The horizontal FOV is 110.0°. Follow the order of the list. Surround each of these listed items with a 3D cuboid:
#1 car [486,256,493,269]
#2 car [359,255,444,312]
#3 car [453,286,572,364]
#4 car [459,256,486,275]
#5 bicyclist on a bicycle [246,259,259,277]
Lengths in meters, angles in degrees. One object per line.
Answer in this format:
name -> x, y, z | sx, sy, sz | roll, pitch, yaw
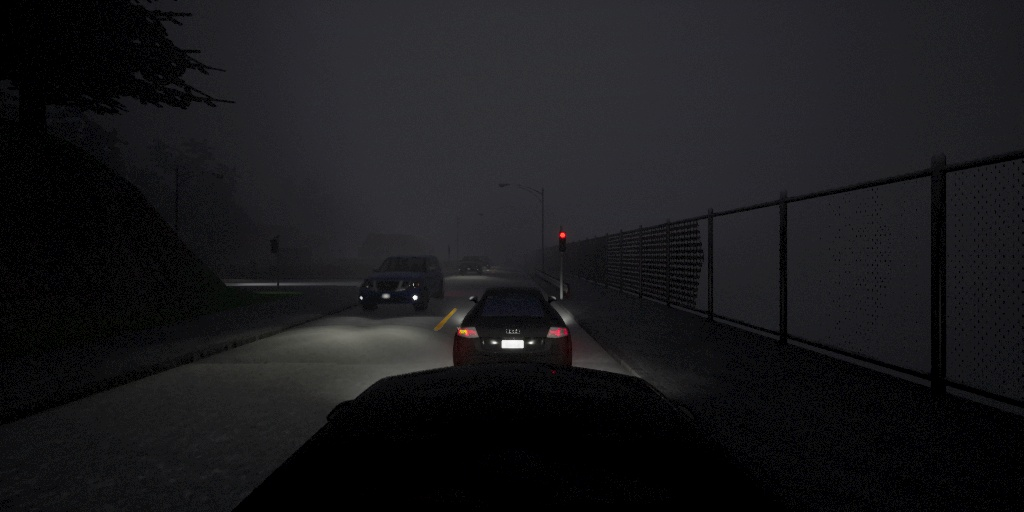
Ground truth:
car -> -4.532, 0.972, 54.891 | 2.150, 2.045, 5.566 | 0, 0, 0
car -> -4.205, 0.971, 14.665 | 2.150, 2.045, 5.566 | 0, 0, 0
car -> 0.017, 1.314, 7.477 | 1.994, 1.385, 4.181 | 0, 0, 0
car -> -4.408, 0.971, 39.008 | 2.150, 2.045, 5.566 | 0, 0, 0
bicyclist on a bicycle -> -24.055, 1.099, 33.289 | 0.582, 1.620, 1.656 | 0, 0, 0
